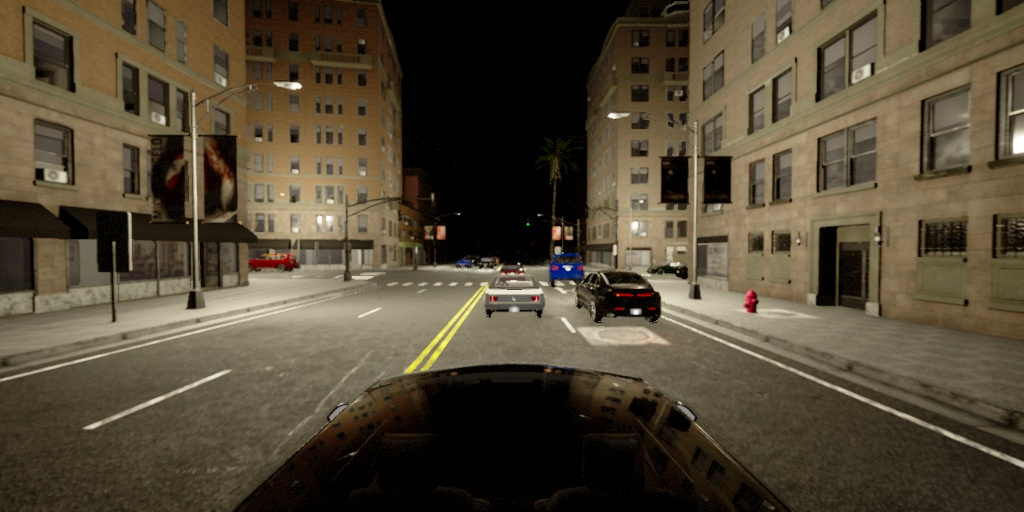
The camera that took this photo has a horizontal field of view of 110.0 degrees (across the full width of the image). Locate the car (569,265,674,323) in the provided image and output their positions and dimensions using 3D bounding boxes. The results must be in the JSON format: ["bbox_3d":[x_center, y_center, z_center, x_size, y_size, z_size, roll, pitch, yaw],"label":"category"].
[{"bbox_3d":[3.300,1.211,11.956,1.837,1.490,4.892,0,0,0],"label":"car"}]

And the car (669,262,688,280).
[{"bbox_3d":[16.113,1.393,30.328,4.313,1.339,1.948,0,0,0],"label":"car"}]

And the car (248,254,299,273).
[{"bbox_3d":[-24.008,0.691,35.685,5.009,1.841,2.192,0,0,-9],"label":"car"}]

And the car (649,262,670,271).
[{"bbox_3d":[15.942,1.279,36.273,4.181,1.385,1.994,0,1,0],"label":"car"}]

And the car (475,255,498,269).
[{"bbox_3d":[-3.506,1.033,49.741,2.128,1.511,4.902,0,0,0],"label":"car"}]

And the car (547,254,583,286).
[{"bbox_3d":[3.623,0.876,24.203,2.150,2.045,5.566,0,0,5],"label":"car"}]

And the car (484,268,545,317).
[{"bbox_3d":[0.065,1.301,12.956,1.895,1.301,4.718,0,0,0],"label":"car"}]

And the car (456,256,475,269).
[{"bbox_3d":[-6.751,1.061,51.039,1.812,1.442,4.674,0,0,1],"label":"car"}]

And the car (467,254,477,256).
[{"bbox_3d":[-6.761,0.713,60.745,2.150,2.045,5.566,0,0,0],"label":"car"}]

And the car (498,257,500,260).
[{"bbox_3d":[-3.513,1.045,59.484,2.033,1.411,5.357,0,0,0],"label":"car"}]

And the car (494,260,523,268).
[{"bbox_3d":[0.016,1.199,25.420,2.033,1.411,5.357,0,0,0],"label":"car"}]
